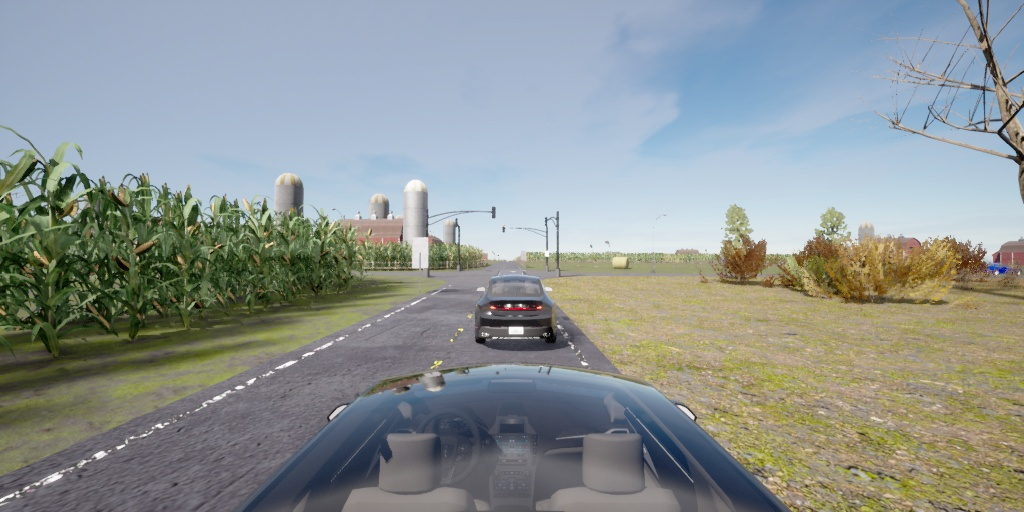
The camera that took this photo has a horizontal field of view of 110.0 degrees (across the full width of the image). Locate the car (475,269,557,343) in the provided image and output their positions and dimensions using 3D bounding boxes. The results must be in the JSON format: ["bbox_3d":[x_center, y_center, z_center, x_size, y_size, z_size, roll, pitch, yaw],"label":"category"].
[{"bbox_3d":[0.079,1.259,9.662,1.837,1.490,4.892,0,0,0],"label":"car"}]

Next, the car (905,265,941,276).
[{"bbox_3d":[48.555,1.768,42.531,4.181,1.385,1.994,1,-1,-5],"label":"car"}]

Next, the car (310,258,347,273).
[{"bbox_3d":[-19.832,0.930,37.646,4.553,1.767,2.097,0,-1,-3],"label":"car"}]

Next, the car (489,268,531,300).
[{"bbox_3d":[0.031,1.360,18.813,1.895,1.301,4.718,0,0,4],"label":"car"}]
